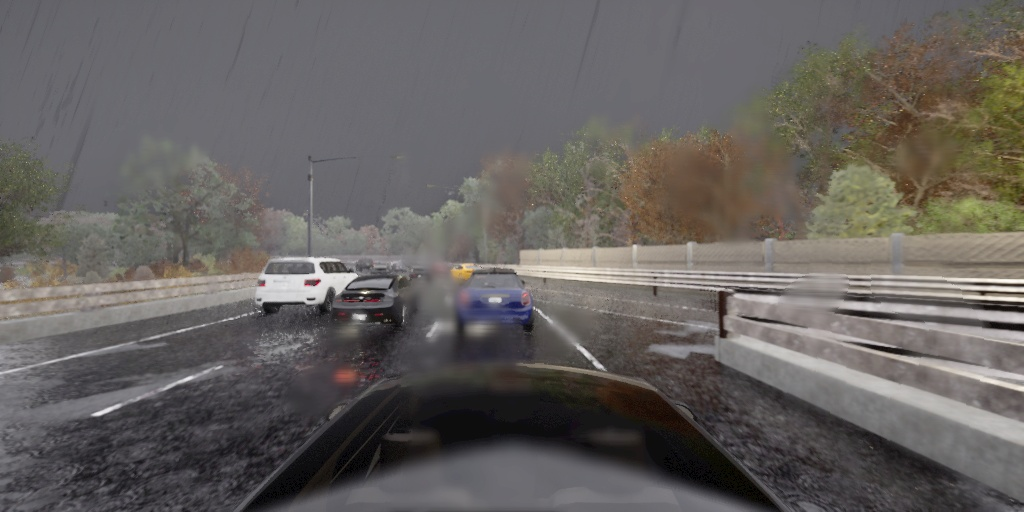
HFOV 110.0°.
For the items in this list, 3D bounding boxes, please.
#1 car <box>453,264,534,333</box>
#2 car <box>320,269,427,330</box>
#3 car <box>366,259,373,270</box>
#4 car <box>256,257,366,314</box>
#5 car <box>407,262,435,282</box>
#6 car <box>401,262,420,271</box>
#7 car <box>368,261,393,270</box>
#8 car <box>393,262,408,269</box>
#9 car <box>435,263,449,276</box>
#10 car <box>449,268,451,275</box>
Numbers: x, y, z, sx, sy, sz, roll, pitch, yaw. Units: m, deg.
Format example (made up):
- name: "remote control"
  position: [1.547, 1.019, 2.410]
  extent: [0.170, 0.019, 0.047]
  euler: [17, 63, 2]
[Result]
- name: "car"
  position: [-0.616, 1.174, 11.305]
  extent: [2.097, 1.767, 4.553]
  euler: [0, 0, -5]
- name: "car"
  position: [-4.105, 1.339, 11.570]
  extent: [1.837, 1.490, 4.892]
  euler: [0, 0, -6]
- name: "car"
  position: [-23.869, 1.454, 58.065]
  extent: [2.150, 2.045, 5.566]
  euler: [0, -1, -33]
- name: "car"
  position: [-7.947, 1.085, 14.602]
  extent: [2.150, 2.045, 5.566]
  euler: [0, 0, -8]
- name: "car"
  position: [-8.046, 1.505, 31.513]
  extent: [1.837, 1.490, 4.892]
  euler: [0, 0, -16]
- name: "car"
  position: [-17.110, 1.748, 60.168]
  extent: [1.837, 1.490, 4.892]
  euler: [0, 0, -31]
- name: "car"
  position: [-13.319, 1.550, 36.401]
  extent: [1.837, 1.490, 4.892]
  euler: [0, -1, -19]
- name: "car"
  position: [-16.758, 1.729, 52.846]
  extent: [2.033, 1.411, 5.357]
  euler: [0, -1, -28]
- name: "car"
  position: [-8.904, 1.630, 44.353]
  extent: [1.812, 1.442, 4.674]
  euler: [0, -1, -22]
- name: "car"
  position: [-3.893, 1.474, 31.706]
  extent: [1.882, 1.535, 5.008]
  euler: [0, 0, -23]
